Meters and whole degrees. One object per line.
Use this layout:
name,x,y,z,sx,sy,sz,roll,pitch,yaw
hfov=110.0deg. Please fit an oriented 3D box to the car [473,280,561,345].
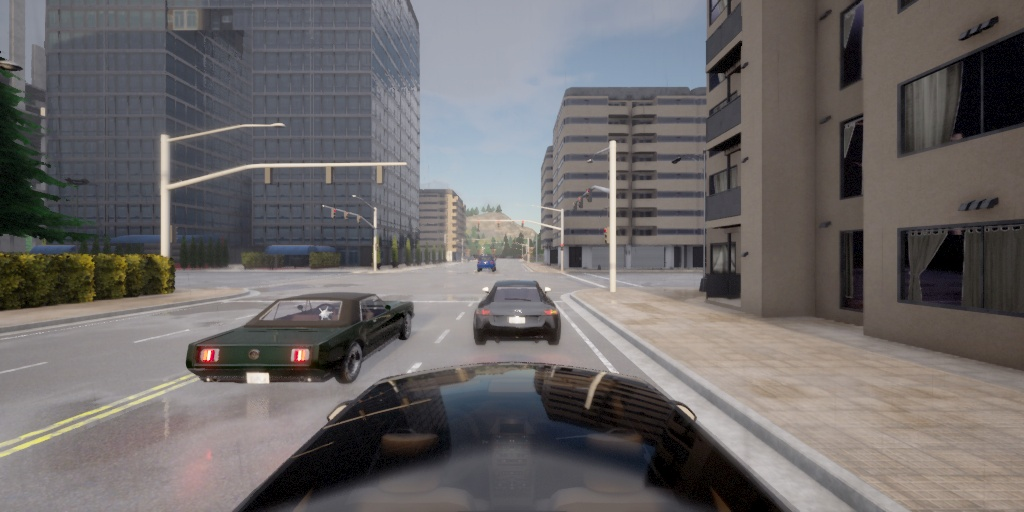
car,0.126,1.314,9.504,1.994,1.385,4.181,0,0,1

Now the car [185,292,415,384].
car,-3.384,1.351,7.025,1.895,1.301,4.718,0,0,0

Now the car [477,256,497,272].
car,-3.232,0.971,46.266,2.150,2.045,5.566,0,0,0
